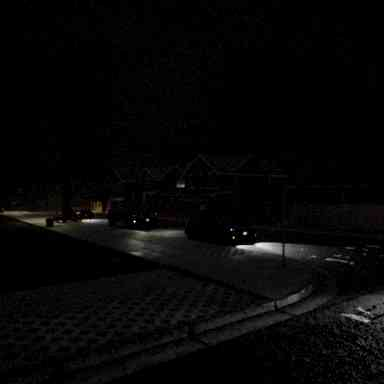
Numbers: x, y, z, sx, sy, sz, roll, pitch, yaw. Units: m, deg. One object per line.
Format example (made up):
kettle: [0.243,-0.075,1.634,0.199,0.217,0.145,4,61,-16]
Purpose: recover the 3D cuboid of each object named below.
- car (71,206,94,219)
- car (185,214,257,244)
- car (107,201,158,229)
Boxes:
car: [-12.329,2.298,36.697,1.994,1.385,4.181,0,-1,-36]
car: [1.388,1.838,17.511,1.994,1.385,4.181,0,-1,-35]
car: [-4.814,1.711,26.167,2.150,2.045,5.566,0,-1,-36]
